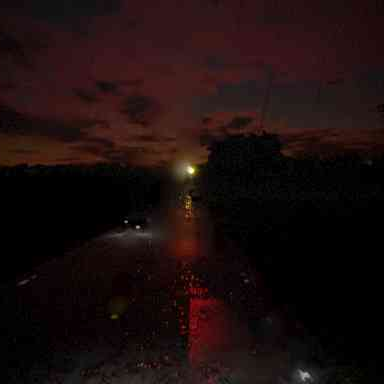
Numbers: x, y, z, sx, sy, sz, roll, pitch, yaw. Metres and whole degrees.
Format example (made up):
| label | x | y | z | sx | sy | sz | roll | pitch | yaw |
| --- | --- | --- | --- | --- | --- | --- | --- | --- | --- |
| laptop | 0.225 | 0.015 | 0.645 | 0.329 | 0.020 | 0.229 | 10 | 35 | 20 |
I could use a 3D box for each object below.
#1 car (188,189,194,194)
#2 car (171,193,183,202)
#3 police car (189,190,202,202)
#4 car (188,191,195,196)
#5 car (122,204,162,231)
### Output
| label | x | y | z | sx | sy | sz | roll | pitch | yaw |
| --- | --- | --- | --- | --- | --- | --- | --- | --- | --- |
| car | 0.794 | 0.677 | 76.874 | 2.097 | 1.767 | 4.553 | 0 | 1 | 0 |
| car | -2.813 | 0.943 | 62.081 | 2.097 | 1.767 | 4.553 | 0 | 1 | 1 |
| police car | 0.801 | 1.032 | 61.016 | 1.930 | 1.638 | 5.238 | 0 | 1 | 0 |
| car | -0.037 | 0.398 | 94.409 | 1.895 | 1.301 | 4.718 | 0 | 2 | 0 |
| car | -2.858 | 1.472 | 20.238 | 2.033 | 1.411 | 5.357 | 0 | 0 | 0 |
